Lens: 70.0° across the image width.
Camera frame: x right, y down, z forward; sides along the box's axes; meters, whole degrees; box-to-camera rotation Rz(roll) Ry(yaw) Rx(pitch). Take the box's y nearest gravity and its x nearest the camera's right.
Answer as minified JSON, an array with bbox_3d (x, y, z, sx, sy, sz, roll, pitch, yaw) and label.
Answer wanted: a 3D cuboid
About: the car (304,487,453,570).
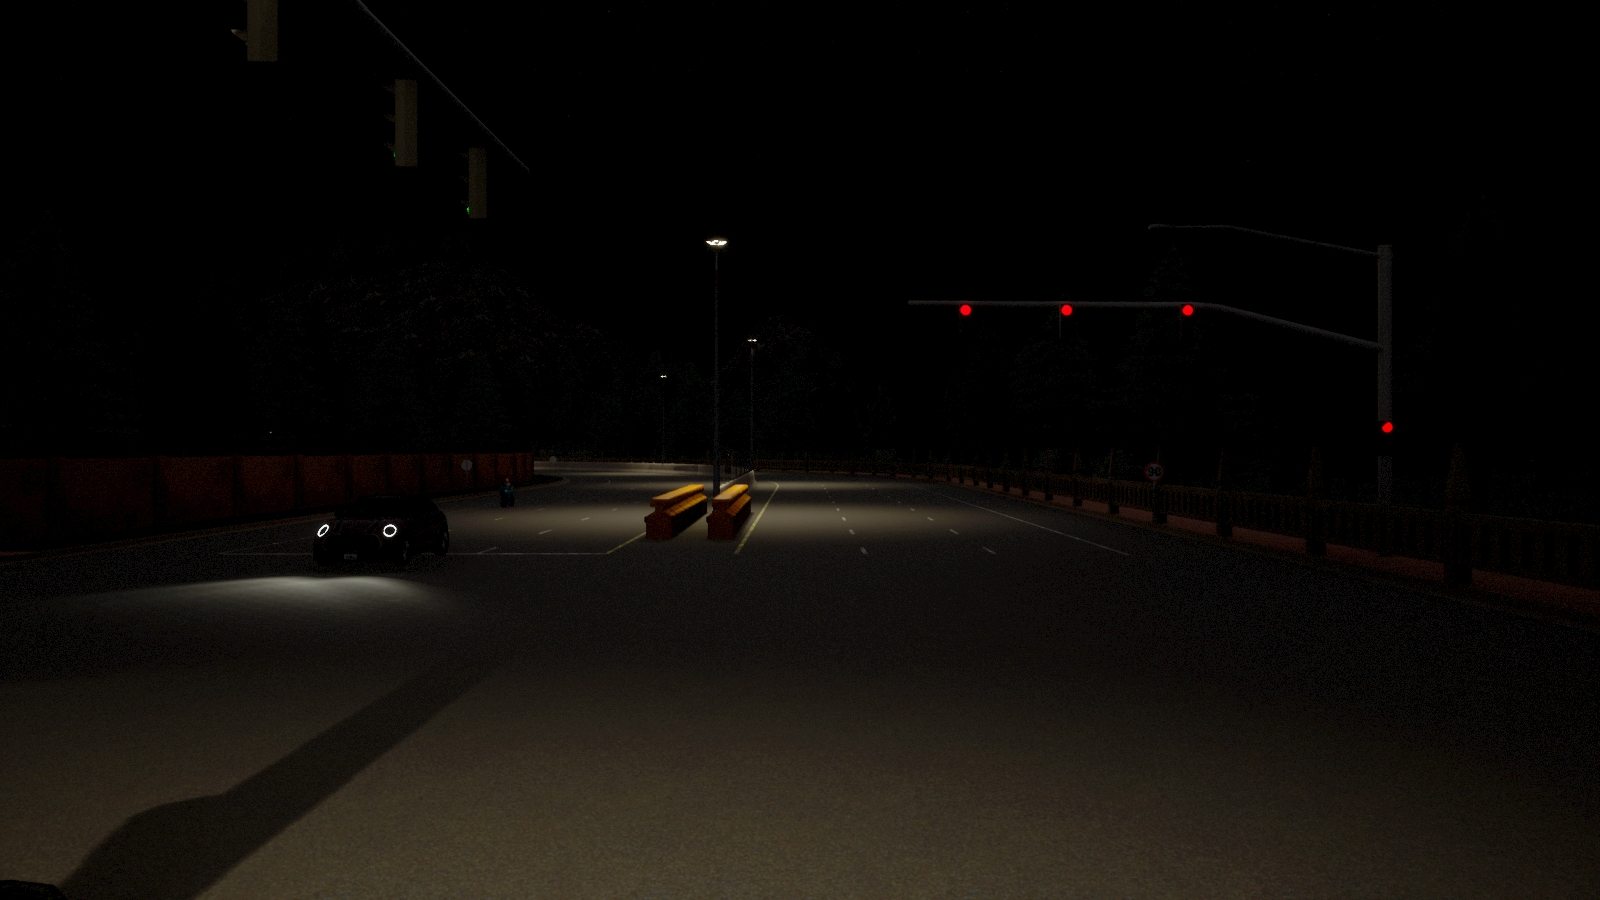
[{"bbox_3d":[-10.504,1.906,28.861,2.097,1.767,4.553,0,0,0],"label":"car"}]
